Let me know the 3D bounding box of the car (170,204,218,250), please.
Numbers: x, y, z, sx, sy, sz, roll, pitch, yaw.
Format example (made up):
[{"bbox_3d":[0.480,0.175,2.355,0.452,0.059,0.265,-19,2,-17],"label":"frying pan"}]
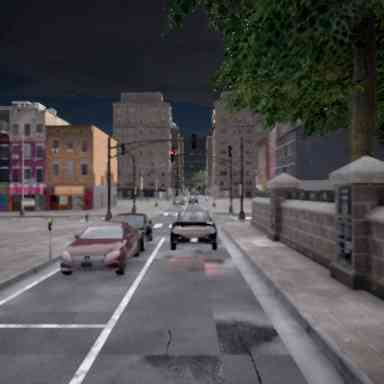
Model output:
[{"bbox_3d":[0.078,1.506,14.280,2.128,1.511,4.902,0,0,0],"label":"car"}]

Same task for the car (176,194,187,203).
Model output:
[{"bbox_3d":[-2.252,1.413,70.950,2.097,1.767,4.553,0,0,0],"label":"car"}]

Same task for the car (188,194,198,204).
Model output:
[{"bbox_3d":[0.255,1.580,66.313,1.812,1.442,4.674,0,0,0],"label":"car"}]

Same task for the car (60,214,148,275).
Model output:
[{"bbox_3d":[-2.642,1.593,10.435,1.802,1.307,4.206,0,0,0],"label":"car"}]

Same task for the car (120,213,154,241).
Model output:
[{"bbox_3d":[-2.644,1.581,14.098,1.947,1.339,4.313,0,0,0],"label":"car"}]

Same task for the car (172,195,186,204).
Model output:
[{"bbox_3d":[-2.290,1.539,55.516,2.128,1.511,4.902,0,0,0],"label":"car"}]
